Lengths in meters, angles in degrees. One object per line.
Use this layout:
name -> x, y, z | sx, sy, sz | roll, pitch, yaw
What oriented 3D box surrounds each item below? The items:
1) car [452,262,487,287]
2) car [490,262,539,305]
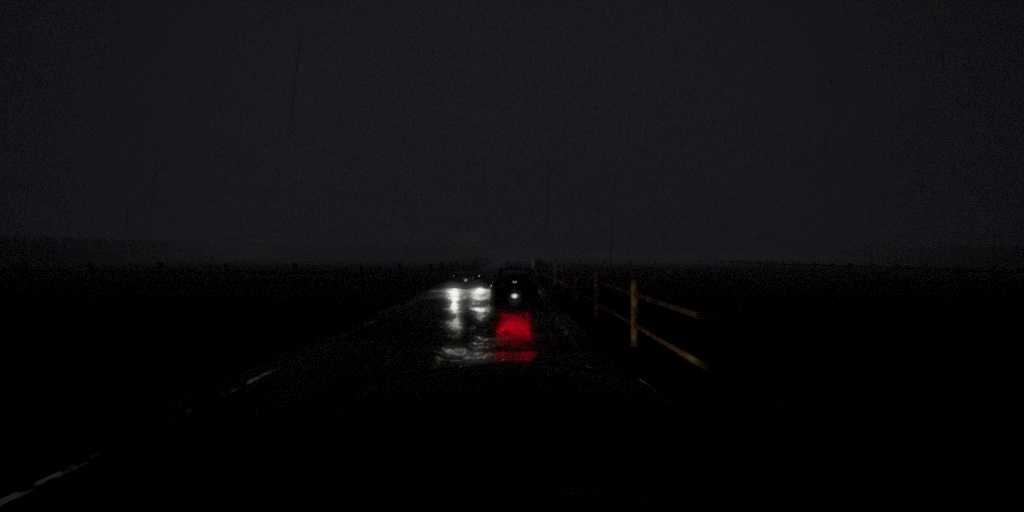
car -> -2.713, 1.147, 23.438 | 1.837, 1.490, 4.892 | 0, 0, 0
car -> 0.113, 1.188, 15.544 | 1.837, 1.490, 4.892 | 0, 1, 0
